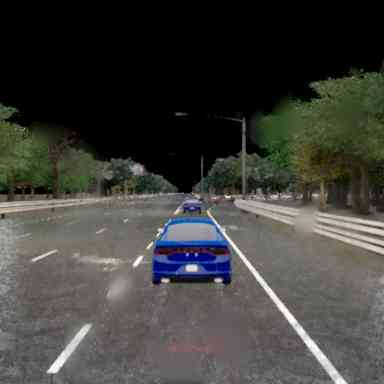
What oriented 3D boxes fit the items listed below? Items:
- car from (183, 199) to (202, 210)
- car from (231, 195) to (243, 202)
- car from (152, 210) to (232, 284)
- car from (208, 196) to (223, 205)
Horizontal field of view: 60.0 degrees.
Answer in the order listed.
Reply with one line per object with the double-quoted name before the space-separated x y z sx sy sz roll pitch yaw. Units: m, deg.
"car" 0.095 1.494 36.268 1.882 1.535 5.008 0 0 2
"car" 10.456 1.442 74.796 1.882 1.535 5.008 0 0 31
"car" -0.005 1.495 9.610 1.882 1.535 5.008 0 0 0
"car" 4.236 1.515 60.093 1.812 1.442 4.674 0 0 18
